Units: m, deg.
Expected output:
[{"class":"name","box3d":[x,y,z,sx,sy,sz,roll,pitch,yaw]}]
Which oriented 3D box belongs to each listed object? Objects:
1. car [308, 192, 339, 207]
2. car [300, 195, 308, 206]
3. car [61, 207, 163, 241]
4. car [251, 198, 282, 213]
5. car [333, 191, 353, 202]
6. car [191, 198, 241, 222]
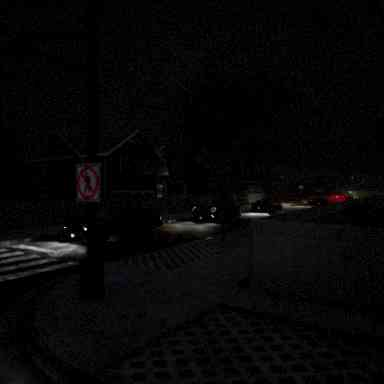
[{"class":"car","box3d":[16.083,1.142,40.519,1.882,1.535,5.008,0,1,35]},{"class":"car","box3d":[16.453,1.146,45.945,1.812,1.442,4.674,0,0,36]},{"class":"car","box3d":[-3.654,1.457,16.469,2.033,1.411,5.357,0,1,34]},{"class":"car","box3d":[7.395,1.314,32.868,1.994,1.385,4.181,0,1,35]},{"class":"car","box3d":[21.934,0.798,48.679,2.150,2.045,5.566,0,1,38]},{"class":"car","box3d":[1.857,1.183,24.670,2.097,1.767,4.553,0,1,34]}]
